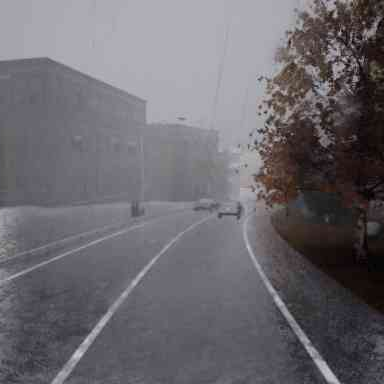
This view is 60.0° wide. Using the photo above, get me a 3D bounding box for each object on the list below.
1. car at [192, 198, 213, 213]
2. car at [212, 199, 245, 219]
[{"bbox_3d":[1.597,1.385,35.175,2.033,1.411,5.357,2,0,16],"label":"car"},{"bbox_3d":[3.419,1.476,28.631,2.033,1.411,5.357,1,0,13],"label":"car"}]
